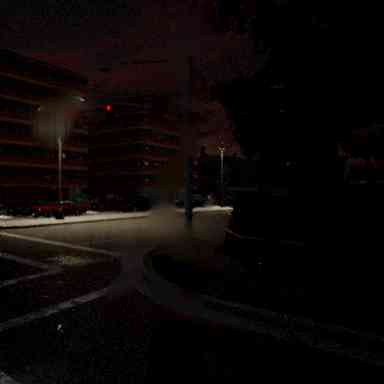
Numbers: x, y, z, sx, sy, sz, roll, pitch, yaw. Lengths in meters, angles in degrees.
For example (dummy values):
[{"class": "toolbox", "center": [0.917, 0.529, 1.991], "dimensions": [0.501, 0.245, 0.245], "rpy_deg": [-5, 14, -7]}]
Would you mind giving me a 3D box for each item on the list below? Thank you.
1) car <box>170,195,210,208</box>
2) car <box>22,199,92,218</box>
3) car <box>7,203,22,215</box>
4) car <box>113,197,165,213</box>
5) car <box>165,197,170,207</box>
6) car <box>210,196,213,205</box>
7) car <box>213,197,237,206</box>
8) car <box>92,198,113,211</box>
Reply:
[{"class": "car", "center": [-0.159, 1.166, 42.375], "dimensions": [2.097, 1.767, 4.553], "rpy_deg": [1, 0, 36]}, {"class": "car", "center": [-11.016, 1.413, 27.447], "dimensions": [1.895, 1.301, 4.718], "rpy_deg": [1, 0, 33]}, {"class": "car", "center": [-13.900, 1.350, 29.400], "dimensions": [1.994, 1.385, 4.181], "rpy_deg": [1, 0, 36]}, {"class": "car", "center": [-5.482, 1.289, 35.048], "dimensions": [1.882, 1.535, 5.008], "rpy_deg": [0, 0, 36]}, {"class": "car", "center": [-4.048, 1.351, 42.970], "dimensions": [1.994, 1.385, 4.181], "rpy_deg": [1, 0, 36]}, {"class": "car", "center": [1.849, 1.279, 51.077], "dimensions": [2.128, 1.511, 4.902], "rpy_deg": [1, 0, 36]}, {"class": "car", "center": [5.532, 1.378, 50.188], "dimensions": [1.994, 1.385, 4.181], "rpy_deg": [1, 0, 36]}, {"class": "car", "center": [-8.951, 1.349, 36.199], "dimensions": [1.994, 1.385, 4.181], "rpy_deg": [0, 0, 37]}]
